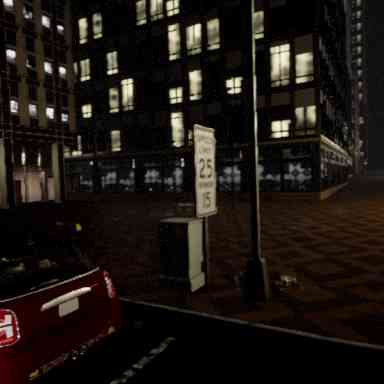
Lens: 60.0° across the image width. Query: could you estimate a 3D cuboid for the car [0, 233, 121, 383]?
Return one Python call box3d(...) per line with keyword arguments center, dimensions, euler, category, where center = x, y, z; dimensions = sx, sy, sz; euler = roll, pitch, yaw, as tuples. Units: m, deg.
box3d(center=(-3.072, 1.320, 4.655), dimensions=(4.097, 1.590, 1.967), euler=(0, 3, 29), category="car")
